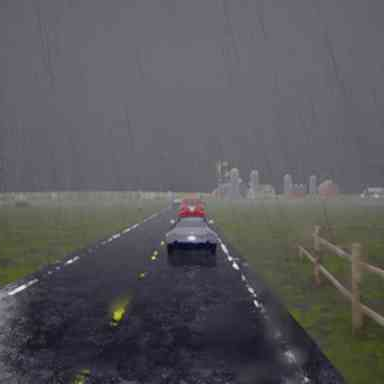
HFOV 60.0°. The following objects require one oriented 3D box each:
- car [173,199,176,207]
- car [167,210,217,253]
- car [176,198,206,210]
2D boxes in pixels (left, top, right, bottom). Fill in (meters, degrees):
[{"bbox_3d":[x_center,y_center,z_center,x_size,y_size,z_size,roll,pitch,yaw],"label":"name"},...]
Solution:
[{"bbox_3d":[-2.783,2.106,65.616,1.882,1.535,5.008,0,0,0],"label":"car"},{"bbox_3d":[0.000,1.699,14.299,1.994,1.385,4.181,0,-1,0],"label":"car"},{"bbox_3d":[-0.005,1.491,29.043,2.150,2.045,5.566,0,0,0],"label":"car"}]
